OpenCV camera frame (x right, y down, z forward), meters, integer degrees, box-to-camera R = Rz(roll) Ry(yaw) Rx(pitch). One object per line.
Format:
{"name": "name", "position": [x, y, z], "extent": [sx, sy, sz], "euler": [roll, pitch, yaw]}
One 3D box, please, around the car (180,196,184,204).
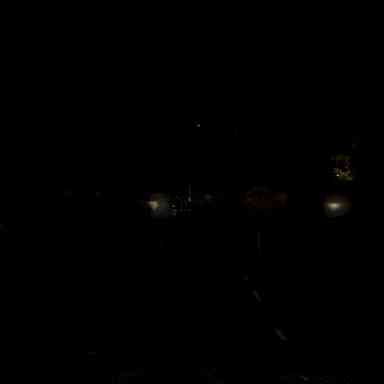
{"name": "car", "position": [-2.735, 1.528, 65.478], "extent": [1.812, 1.442, 4.674], "euler": [0, 0, 0]}

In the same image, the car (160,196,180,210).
{"name": "car", "position": [-2.741, 1.491, 40.711], "extent": [1.837, 1.490, 4.892], "euler": [0, 2, 0]}
